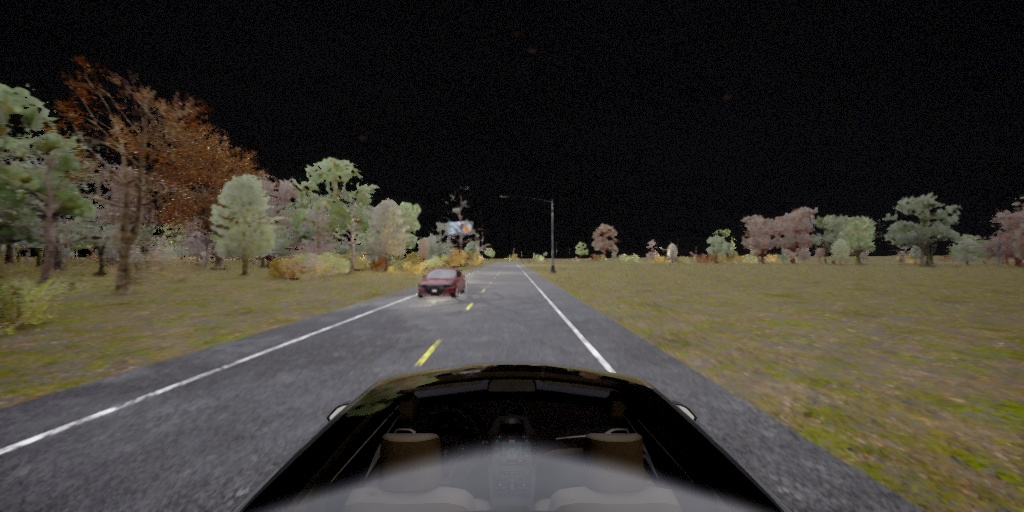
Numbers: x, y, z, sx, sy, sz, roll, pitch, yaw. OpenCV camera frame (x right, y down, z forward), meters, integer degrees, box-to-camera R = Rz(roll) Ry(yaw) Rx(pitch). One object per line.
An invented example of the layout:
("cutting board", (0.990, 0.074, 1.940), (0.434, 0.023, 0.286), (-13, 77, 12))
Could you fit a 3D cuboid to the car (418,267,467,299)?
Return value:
("car", (-3.598, 1.352, 19.112), (1.882, 1.535, 5.008), (0, 0, 0))
